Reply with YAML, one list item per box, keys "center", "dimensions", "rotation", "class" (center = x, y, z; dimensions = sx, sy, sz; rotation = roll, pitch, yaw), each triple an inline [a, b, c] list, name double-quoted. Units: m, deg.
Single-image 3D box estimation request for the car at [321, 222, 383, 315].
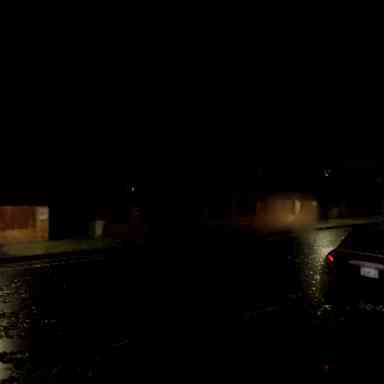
- center: [4.724, 1.385, 6.831]
  dimensions: [4.553, 1.767, 2.097]
  rotation: [0, 0, -35]
  class: "car"
